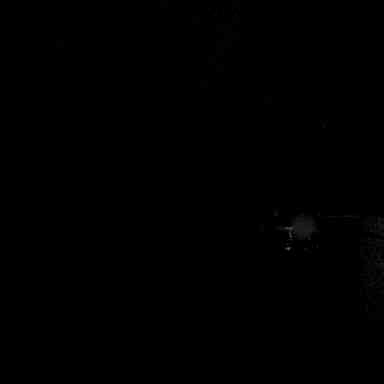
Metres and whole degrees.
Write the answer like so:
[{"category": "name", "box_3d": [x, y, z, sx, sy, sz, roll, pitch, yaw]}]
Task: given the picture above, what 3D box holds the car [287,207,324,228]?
[{"category": "car", "box_3d": [8.471, 1.840, 24.655, 1.994, 1.385, 4.181, 0, -1, 30]}]
